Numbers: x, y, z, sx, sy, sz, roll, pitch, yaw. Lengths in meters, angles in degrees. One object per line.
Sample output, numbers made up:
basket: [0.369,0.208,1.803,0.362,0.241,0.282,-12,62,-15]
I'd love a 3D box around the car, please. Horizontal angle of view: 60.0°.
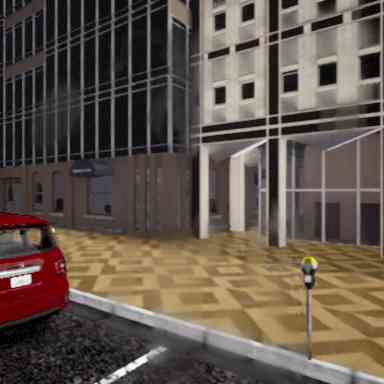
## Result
car: [-4.267,1.283,5.927,5.009,1.841,2.192,0,0,36]
